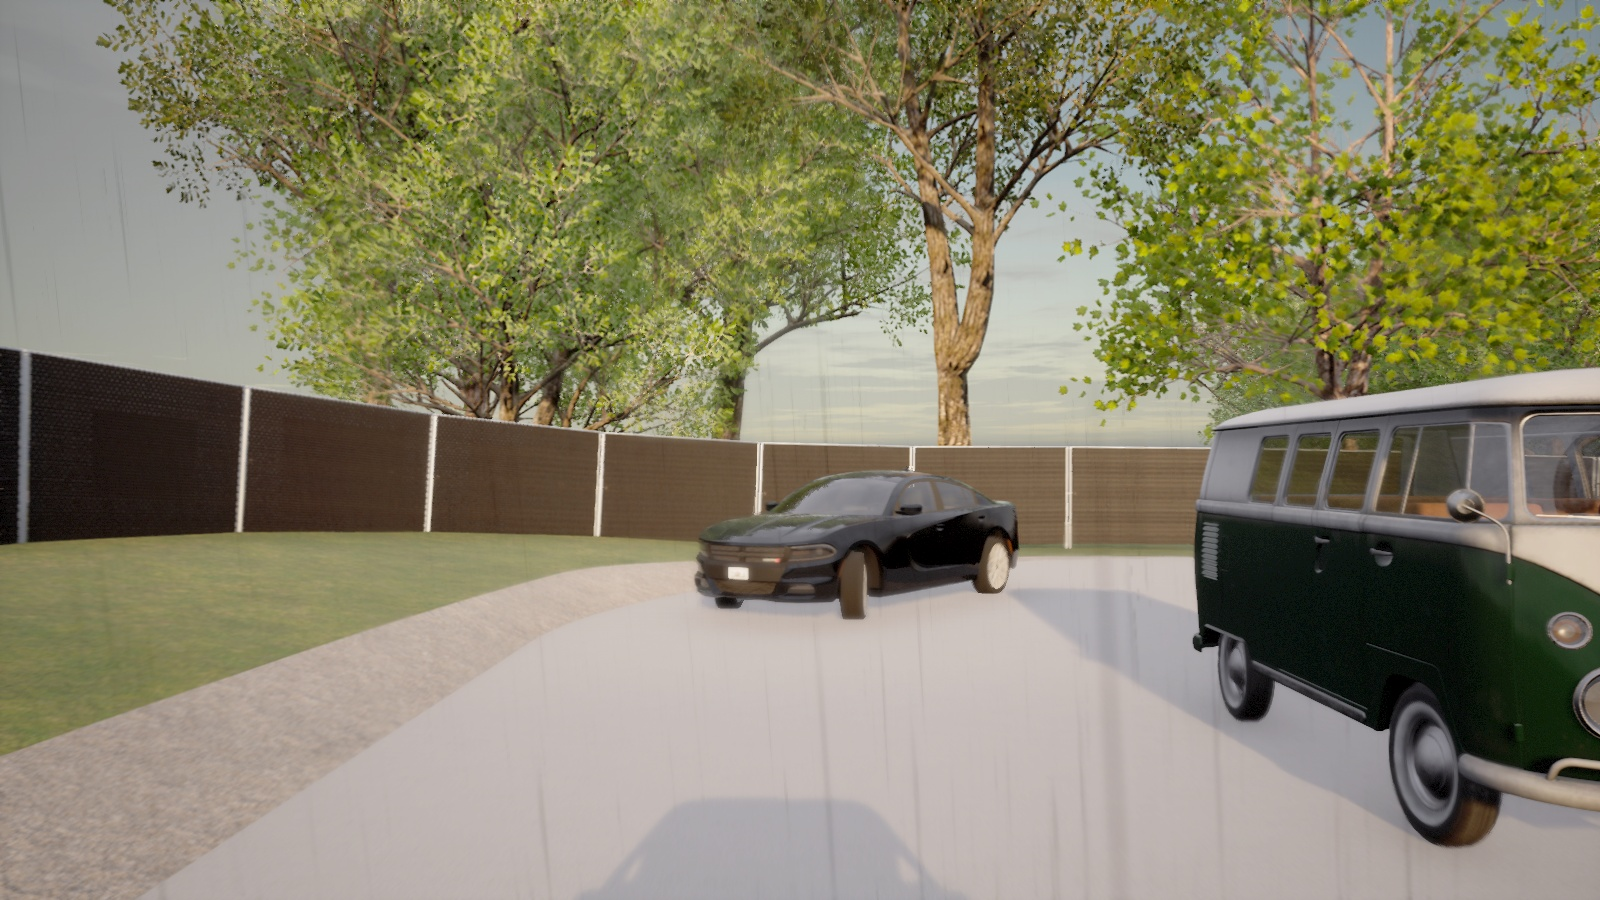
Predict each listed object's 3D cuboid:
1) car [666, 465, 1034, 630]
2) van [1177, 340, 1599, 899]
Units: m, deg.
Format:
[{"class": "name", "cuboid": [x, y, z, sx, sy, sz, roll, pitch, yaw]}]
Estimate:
[{"class": "car", "cuboid": [0.807, 0.976, 14.647, 1.882, 1.535, 5.008, -1, -1, 35]}, {"class": "van", "cuboid": [3.454, 0.642, 6.481, 1.775, 1.987, 4.442, 0, -1, 2]}]
